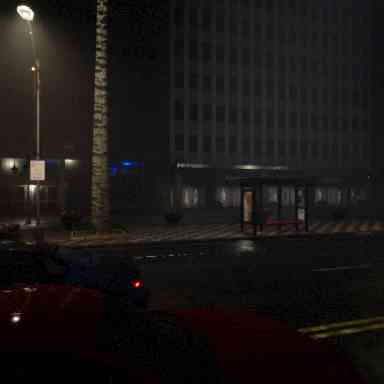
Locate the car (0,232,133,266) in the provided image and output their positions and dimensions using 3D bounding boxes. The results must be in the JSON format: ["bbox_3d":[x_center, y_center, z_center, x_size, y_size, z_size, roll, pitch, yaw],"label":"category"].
[{"bbox_3d":[-3.436,1.547,5.439,5.357,1.411,2.033,0,0,-19],"label":"car"}]

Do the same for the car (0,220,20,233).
[{"bbox_3d":[-8.174,1.481,10.686,4.892,1.521,2.231,0,0,-19],"label":"car"}]

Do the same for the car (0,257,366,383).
[{"bbox_3d":[-1.094,1.477,2.326,5.008,1.535,1.882,0,0,-19],"label":"car"}]
